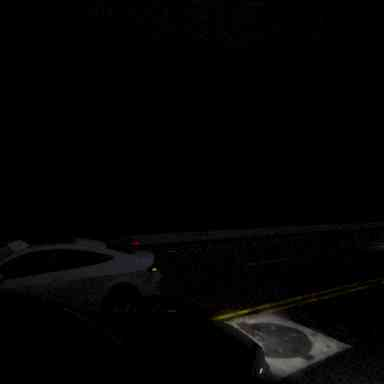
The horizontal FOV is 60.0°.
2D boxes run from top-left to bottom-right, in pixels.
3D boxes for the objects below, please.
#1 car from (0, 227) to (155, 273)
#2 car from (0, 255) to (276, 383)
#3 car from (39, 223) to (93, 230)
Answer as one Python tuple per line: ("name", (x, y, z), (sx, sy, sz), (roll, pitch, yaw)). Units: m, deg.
("car", (-2.727, 1.520, 5.602), (4.674, 1.442, 1.812), (1, 0, -34))
("car", (-1.409, 1.520, 2.326), (4.674, 1.442, 1.812), (1, 0, -35))
("car", (-3.539, 1.564, 8.958), (4.181, 1.385, 1.994), (1, 0, -34))
